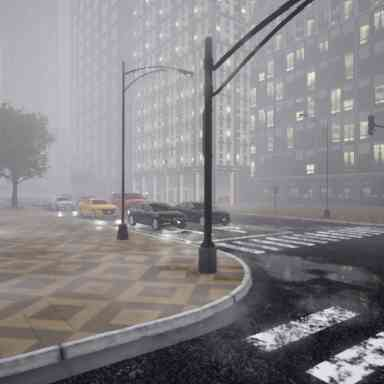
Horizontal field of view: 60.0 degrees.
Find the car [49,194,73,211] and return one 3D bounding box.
[{"bbox_3d":[-13.932,1.216,35.605,1.812,1.442,4.674,0,0,-37],"label":"car"}]

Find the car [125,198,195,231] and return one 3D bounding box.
[{"bbox_3d":[-2.153,1.357,19.777,1.837,1.490,4.892,0,0,-37],"label":"car"}]

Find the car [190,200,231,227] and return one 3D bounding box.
[{"bbox_3d":[0.421,1.344,21.763,1.882,1.535,5.008,0,0,-37],"label":"car"}]

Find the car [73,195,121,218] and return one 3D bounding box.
[{"bbox_3d":[-7.808,1.254,27.371,1.882,1.535,5.008,0,0,-37],"label":"car"}]

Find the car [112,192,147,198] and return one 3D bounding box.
[{"bbox_3d":[-5.514,1.008,29.726,2.150,2.045,5.566,0,0,-37],"label":"car"}]

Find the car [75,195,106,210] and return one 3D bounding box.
[{"bbox_3d":[-11.679,1.177,38.024,1.882,1.535,5.008,0,0,-37],"label":"car"}]
